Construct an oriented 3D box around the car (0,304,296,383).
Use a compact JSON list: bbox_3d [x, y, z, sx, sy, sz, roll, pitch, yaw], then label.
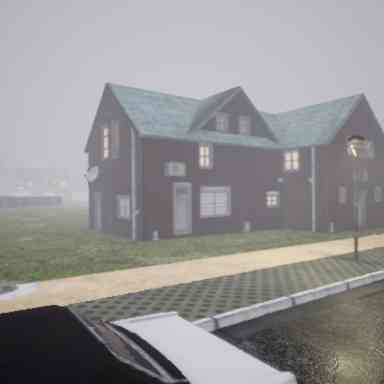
[{"bbox_3d":[-1.585,1.599,1.939,4.718,1.301,1.895,0,0,-35],"label":"car"}]
